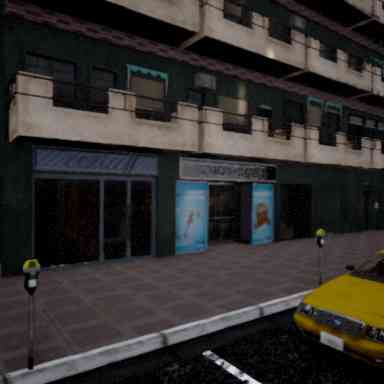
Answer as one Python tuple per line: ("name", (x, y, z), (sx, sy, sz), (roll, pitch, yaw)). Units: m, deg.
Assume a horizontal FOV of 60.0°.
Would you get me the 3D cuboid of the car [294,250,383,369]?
("car", (3.694, 1.514, 5.473), (4.829, 1.417, 1.752), (0, 1, -35))
